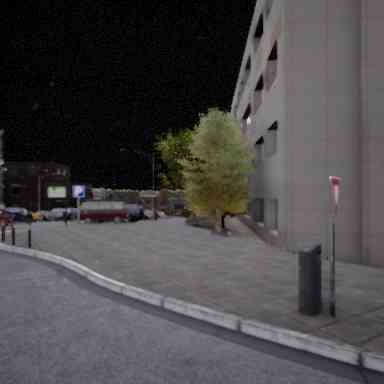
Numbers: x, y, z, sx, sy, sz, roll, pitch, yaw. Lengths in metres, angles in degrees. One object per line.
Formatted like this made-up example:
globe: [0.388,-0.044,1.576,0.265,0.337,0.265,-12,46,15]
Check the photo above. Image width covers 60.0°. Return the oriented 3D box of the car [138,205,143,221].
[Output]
car: [-8.173,2.467,35.709,5.008,1.535,2.097,0,-4,-3]

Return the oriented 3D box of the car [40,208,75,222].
car: [-16.140,2.699,40.344,2.097,1.767,4.553,0,-4,-3]

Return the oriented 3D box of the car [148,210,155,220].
car: [-8.645,3.463,49.575,5.366,1.575,1.946,0,-4,-3]

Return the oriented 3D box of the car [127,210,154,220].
car: [-9.393,4.147,60.708,4.553,1.767,2.185,0,-4,-3]

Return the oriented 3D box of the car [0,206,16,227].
car: [-15.429,1.942,24.774,1.812,1.442,4.674,0,-2,-2]

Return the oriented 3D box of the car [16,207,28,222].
car: [-20.479,2.449,34.805,5.008,1.535,2.097,0,-4,-3]

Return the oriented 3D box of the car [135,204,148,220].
car: [-8.331,2.410,38.450,5.566,2.045,2.435,0,-4,-3]

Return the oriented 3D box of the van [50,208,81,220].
van: [-21.648,3.829,57.063,4.442,1.987,1.878,0,-4,-3]

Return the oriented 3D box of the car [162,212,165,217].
car: [-10.656,6.035,88.552,5.566,2.045,2.435,0,-4,-3]

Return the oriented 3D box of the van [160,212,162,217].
van: [-10.170,5.456,80.203,4.442,1.987,1.878,0,-4,-3]

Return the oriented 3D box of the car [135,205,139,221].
car: [-8.009,2.313,32.885,4.792,1.488,2.163,0,-4,-3]

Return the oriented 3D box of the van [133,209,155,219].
van: [-9.874,4.651,69.060,4.442,1.987,1.878,0,-4,-3]

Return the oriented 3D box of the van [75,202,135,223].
van: [-7.790,1.900,30.126,4.442,1.987,1.878,0,-3,-3]

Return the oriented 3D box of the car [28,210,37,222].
car: [-20.575,2.520,37.596,4.553,1.767,2.185,0,-4,-3]

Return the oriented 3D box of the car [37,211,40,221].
car: [-20.847,3.087,43.273,4.792,1.488,2.163,0,-4,-3]

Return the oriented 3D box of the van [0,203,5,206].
van: [-20.459,2.047,32.048,4.442,1.987,1.878,0,-3,-3]

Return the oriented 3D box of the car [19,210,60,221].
car: [-21.005,3.298,46.050,4.674,1.452,2.002,0,-4,-3]

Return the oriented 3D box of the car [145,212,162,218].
car: [-10.916,6.563,94.108,4.553,1.767,2.185,0,-4,-3]

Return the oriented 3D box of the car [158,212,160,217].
car: [-9.991,5.154,74.627,4.553,1.767,2.185,0,-4,-3]

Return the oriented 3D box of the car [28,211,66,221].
car: [-21.131,3.490,48.707,4.674,1.452,2.002,0,-4,-3]
